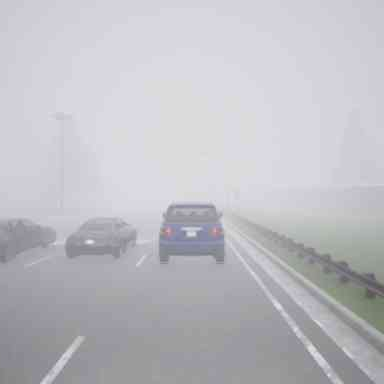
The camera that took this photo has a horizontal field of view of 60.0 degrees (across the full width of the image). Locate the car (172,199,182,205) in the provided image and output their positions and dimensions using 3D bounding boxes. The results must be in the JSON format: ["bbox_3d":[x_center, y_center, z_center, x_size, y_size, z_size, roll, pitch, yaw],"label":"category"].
[{"bbox_3d":[-3.503,2.325,78.744,1.994,1.385,4.181,0,-1,0],"label":"car"}]

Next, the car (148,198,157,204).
[{"bbox_3d":[-10.503,2.368,88.782,1.895,1.301,4.718,0,-1,0],"label":"car"}]

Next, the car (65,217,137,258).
[{"bbox_3d":[-3.471,1.699,13.415,1.994,1.385,4.181,0,0,1],"label":"car"}]

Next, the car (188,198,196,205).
[{"bbox_3d":[-0.003,2.259,79.162,1.837,1.490,4.892,0,-1,0],"label":"car"}]

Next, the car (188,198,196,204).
[{"bbox_3d":[-0.003,2.325,88.753,1.994,1.385,4.181,0,-1,0],"label":"car"}]

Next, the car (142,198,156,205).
[{"bbox_3d":[-10.503,2.308,78.328,2.033,1.411,5.357,0,-1,0],"label":"car"}]

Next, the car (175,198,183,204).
[{"bbox_3d":[-3.503,2.313,88.753,2.033,1.411,5.357,0,-1,0],"label":"car"}]

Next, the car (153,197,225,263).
[{"bbox_3d":[0.017,1.352,12.584,2.150,2.045,5.566,0,0,1],"label":"car"}]

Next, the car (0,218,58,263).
[{"bbox_3d":[-6.983,1.674,12.535,2.033,1.411,5.357,0,-1,1],"label":"car"}]
